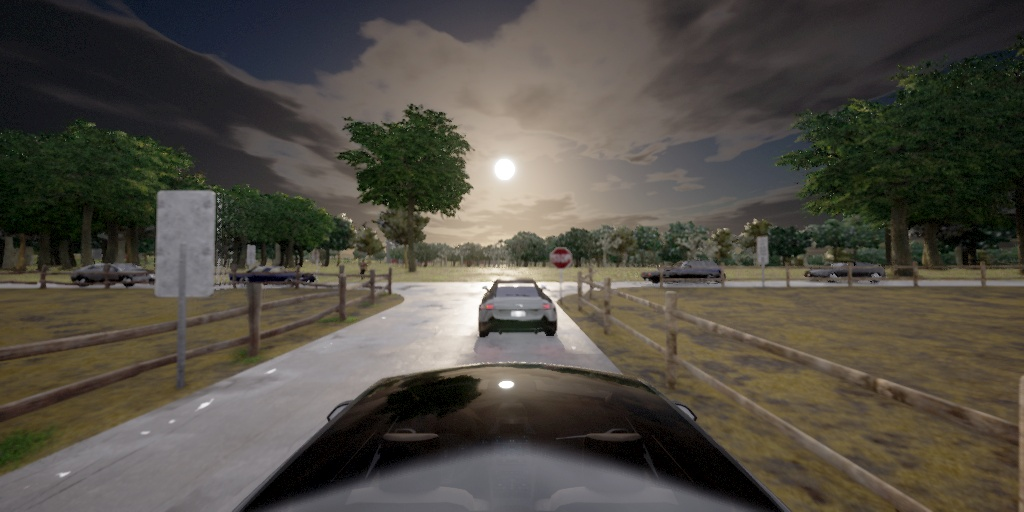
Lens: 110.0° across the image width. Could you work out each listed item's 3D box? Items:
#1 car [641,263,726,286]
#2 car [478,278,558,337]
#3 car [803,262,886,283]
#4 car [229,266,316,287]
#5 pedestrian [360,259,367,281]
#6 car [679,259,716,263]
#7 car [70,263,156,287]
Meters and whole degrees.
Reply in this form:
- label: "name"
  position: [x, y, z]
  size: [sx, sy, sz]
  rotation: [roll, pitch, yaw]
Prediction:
- label: "car"
  position: [11.158, 1.265, 23.689]
  size: [4.718, 1.301, 1.895]
  rotation: [0, -1, 1]
- label: "car"
  position: [0.073, 1.311, 10.281]
  size: [1.994, 1.385, 4.181]
  rotation: [0, 0, -2]
- label: "car"
  position: [24.096, 1.168, 26.107]
  size: [4.892, 1.490, 1.837]
  rotation: [0, -1, 3]
- label: "car"
  position: [-15.379, 1.336, 23.315]
  size: [4.718, 1.301, 1.895]
  rotation: [0, -1, 1]
- label: "pedestrian"
  position: [-12.161, 1.143, 29.334]
  size: [0.375, 1.860, 0.375]
  rotation: [0, -1, 0]
- label: "car"
  position: [12.917, 1.071, 26.251]
  size: [4.553, 1.767, 2.097]
  rotation: [0, -1, -1]
- label: "car"
  position: [-25.537, 1.224, 23.335]
  size: [4.902, 1.511, 2.128]
  rotation: [0, -1, 0]
